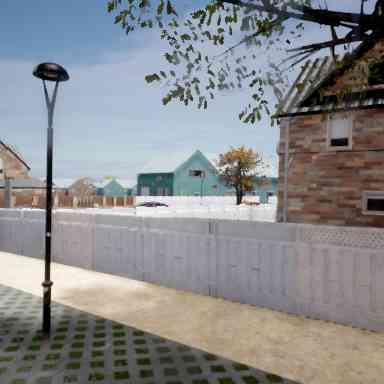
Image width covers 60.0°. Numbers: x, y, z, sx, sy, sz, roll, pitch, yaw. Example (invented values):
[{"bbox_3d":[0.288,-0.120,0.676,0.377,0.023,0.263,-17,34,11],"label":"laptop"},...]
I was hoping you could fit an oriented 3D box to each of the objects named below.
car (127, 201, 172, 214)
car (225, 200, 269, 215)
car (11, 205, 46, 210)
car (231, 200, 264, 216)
[{"bbox_3d":[-4.099,1.651,30.709,4.892,1.490,1.837,1,1,-42],"label":"car"},{"bbox_3d":[6.463,1.754,38.903,5.008,1.535,1.882,0,2,-33],"label":"car"},{"bbox_3d":[-11.751,1.598,23.171,1.994,1.385,4.181,3,1,43],"label":"car"},{"bbox_3d":[5.572,1.824,34.711,5.008,1.535,1.882,1,1,-36],"label":"car"}]
